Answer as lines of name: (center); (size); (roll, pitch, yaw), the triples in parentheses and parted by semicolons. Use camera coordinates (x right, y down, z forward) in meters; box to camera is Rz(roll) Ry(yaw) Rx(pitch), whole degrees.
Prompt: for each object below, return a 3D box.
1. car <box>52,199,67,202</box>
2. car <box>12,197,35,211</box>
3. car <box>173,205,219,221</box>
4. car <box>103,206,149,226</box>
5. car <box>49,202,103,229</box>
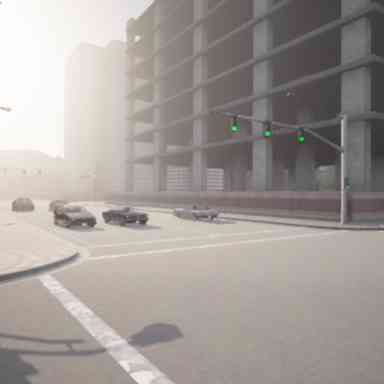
car: (-16.143, 1.651, 40.703); (1.837, 1.490, 4.892); (0, 0, -34)
car: (-21.381, 1.473, 42.160); (2.097, 1.767, 4.553); (1, 0, -34)
car: (0.227, 1.788, 29.492); (1.895, 1.301, 4.718); (1, 0, -35)
car: (-4.956, 1.735, 24.504); (1.895, 1.301, 4.718); (1, 0, -35)
car: (-8.265, 1.656, 23.136); (2.033, 1.411, 5.357); (1, 0, -35)
